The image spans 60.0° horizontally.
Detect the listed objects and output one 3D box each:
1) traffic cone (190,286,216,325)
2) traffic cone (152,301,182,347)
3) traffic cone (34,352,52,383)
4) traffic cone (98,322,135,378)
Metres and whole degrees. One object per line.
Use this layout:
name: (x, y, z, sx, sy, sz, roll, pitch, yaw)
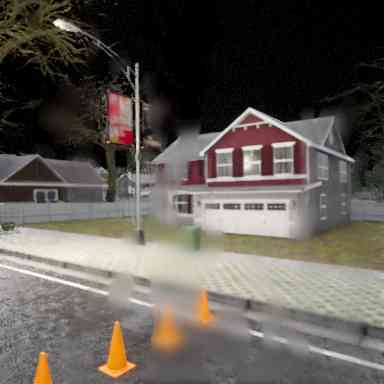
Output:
traffic cone: (0.202, 1.967, 5.887, 0.340, 0.580, 0.340, 0, 0, 36)
traffic cone: (-0.381, 1.965, 5.075, 0.340, 0.580, 0.340, 0, 0, 36)
traffic cone: (-1.547, 1.960, 3.450, 0.340, 0.580, 0.340, 0, 0, 36)
traffic cone: (-0.964, 1.963, 4.263, 0.340, 0.580, 0.340, 0, 0, 36)
